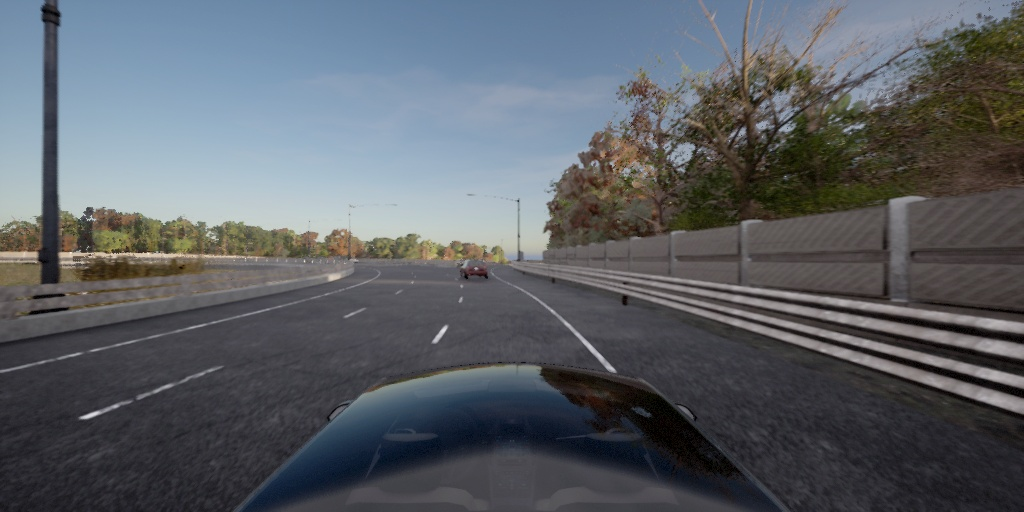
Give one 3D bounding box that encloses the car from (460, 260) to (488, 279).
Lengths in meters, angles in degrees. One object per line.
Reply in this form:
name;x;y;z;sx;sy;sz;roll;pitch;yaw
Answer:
car;-3.603;1.122;33.115;2.097;1.767;4.553;0;0;-14
